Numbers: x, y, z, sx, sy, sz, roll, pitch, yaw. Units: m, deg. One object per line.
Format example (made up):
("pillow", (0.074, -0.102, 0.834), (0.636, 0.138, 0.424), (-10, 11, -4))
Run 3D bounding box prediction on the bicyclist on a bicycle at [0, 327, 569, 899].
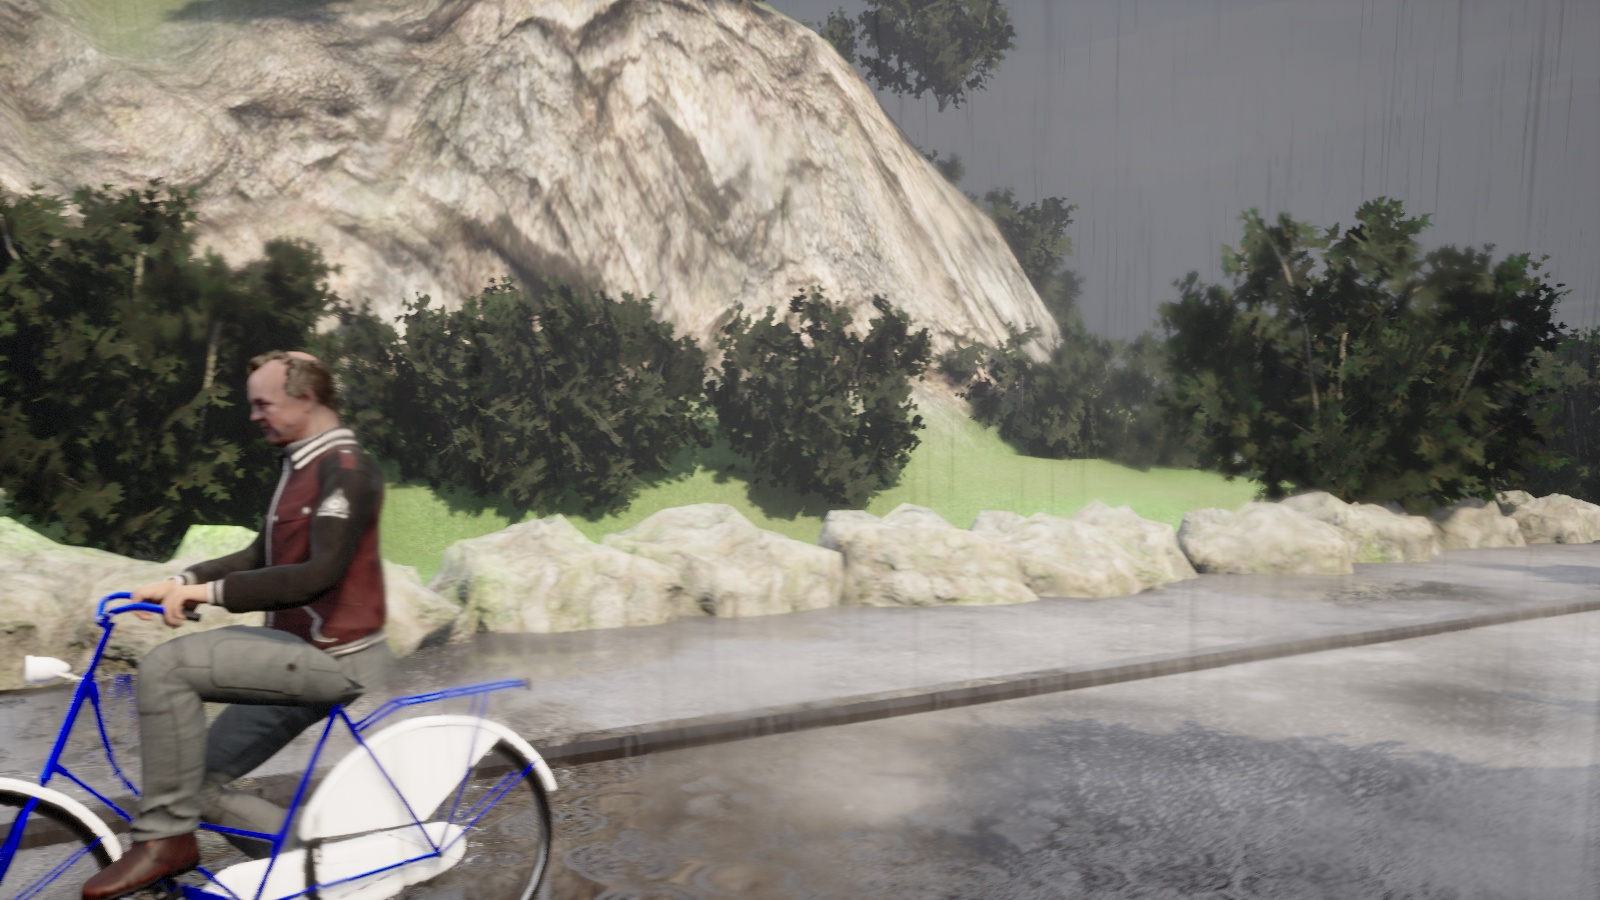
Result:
("bicyclist on a bicycle", (-1.576, 0.626, 3.172), (1.843, 1.776, 0.659), (0, 0, -35))
